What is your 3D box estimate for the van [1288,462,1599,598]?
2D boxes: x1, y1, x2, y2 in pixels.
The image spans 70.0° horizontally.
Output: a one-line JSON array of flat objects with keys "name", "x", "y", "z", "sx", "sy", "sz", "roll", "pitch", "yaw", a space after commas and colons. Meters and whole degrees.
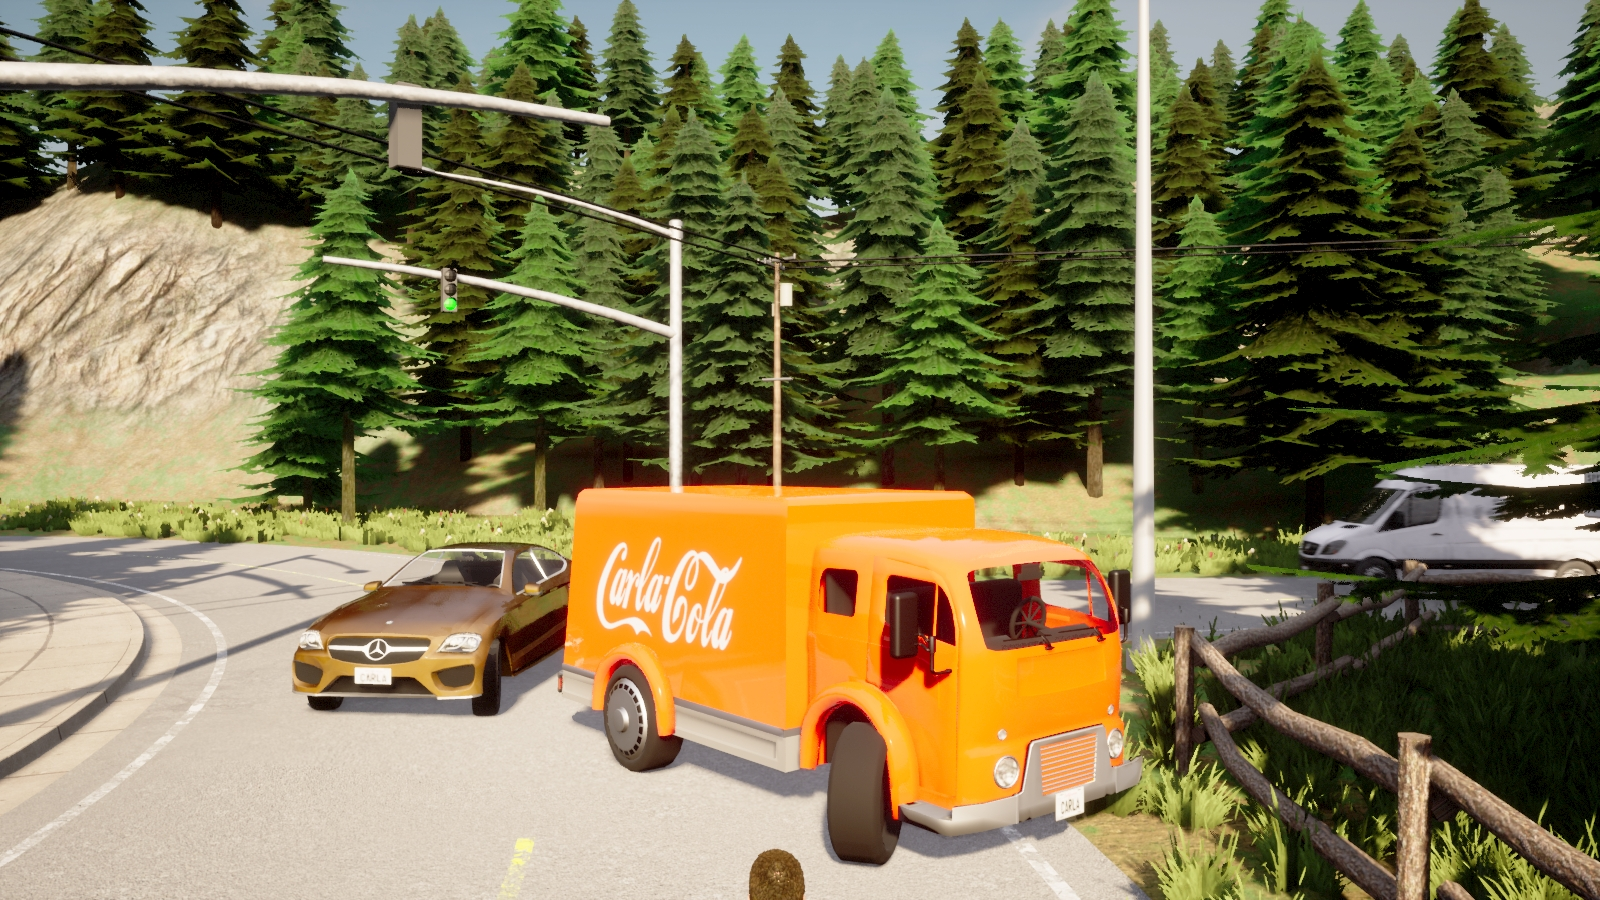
[{"name": "van", "x": 13.181, "y": 1.534, "z": 22.891, "sx": 5.915, "sy": 2.561, "sz": 1.988, "roll": 0, "pitch": 0, "yaw": 6}]

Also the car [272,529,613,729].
[{"name": "car", "x": -4.038, "y": 1.970, "z": 14.038, "sx": 2.152, "sy": 1.651, "sz": 5.027, "roll": 0, "pitch": 0, "yaw": 6}]

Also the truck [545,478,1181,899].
[{"name": "truck", "x": 0.202, "y": 1.542, "z": 9.769, "sx": 2.627, "sy": 2.467, "sz": 5.204, "roll": 0, "pitch": 0, "yaw": -39}]

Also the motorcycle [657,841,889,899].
[{"name": "motorcycle", "x": -0.074, "y": 2.159, "z": 3.526, "sx": 0.803, "sy": 1.199, "sz": 2.033, "roll": 0, "pitch": 0, "yaw": -2}]
